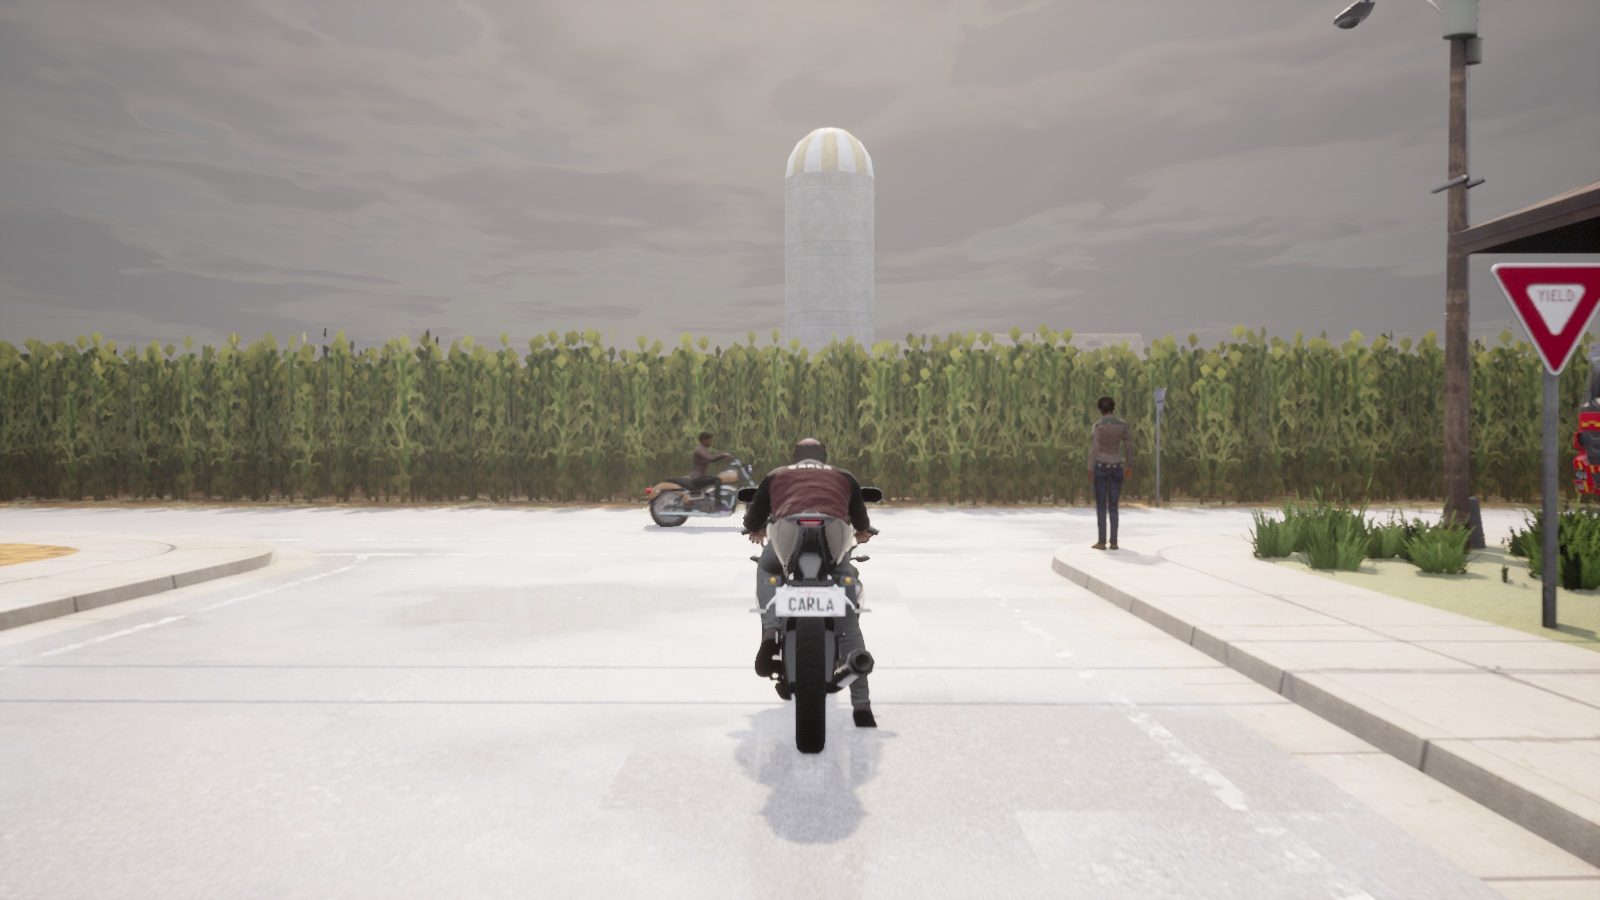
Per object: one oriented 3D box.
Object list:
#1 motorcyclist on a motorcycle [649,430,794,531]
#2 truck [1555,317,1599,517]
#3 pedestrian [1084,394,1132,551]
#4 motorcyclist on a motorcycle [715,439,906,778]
[{"bbox_3d":[-1.282,0.496,20.916,2.350,1.649,0.766,0,0,1],"label":"motorcyclist on a motorcycle"},{"bbox_3d":[19.547,-0.625,23.973,8.468,3.827,2.891,0,1,1],"label":"truck"},{"bbox_3d":[3.645,0.256,14.896,0.328,1.805,0.869,0,1,-2],"label":"pedestrian"},{"bbox_3d":[0.053,0.710,6.783,0.866,1.530,2.191,0,1,0],"label":"motorcyclist on a motorcycle"}]
